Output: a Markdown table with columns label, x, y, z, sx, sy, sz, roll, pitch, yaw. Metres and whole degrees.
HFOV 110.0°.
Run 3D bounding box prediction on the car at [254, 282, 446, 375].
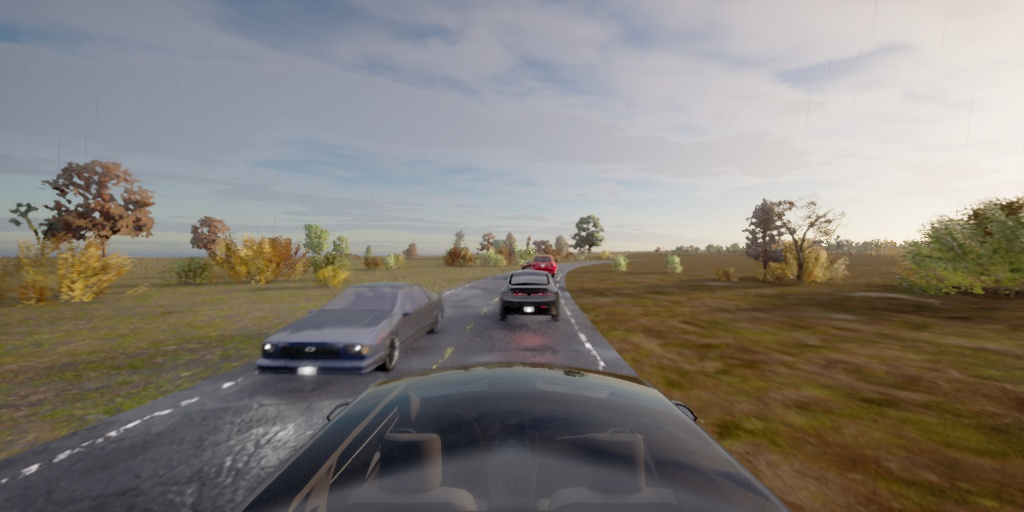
| label | x | y | z | sx | sy | sz | roll | pitch | yaw |
| --- | --- | --- | --- | --- | --- | --- | --- | --- | --- |
| car | -2.867 | 1.297 | 7.909 | 2.033 | 1.411 | 5.357 | 0 | 0 | 3 |

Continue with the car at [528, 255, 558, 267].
| label | x | y | z | sx | sy | sz | roll | pitch | yaw |
| --- | --- | --- | --- | --- | --- | --- | --- | --- | --- |
| car | 3.161 | 0.959 | 34.398 | 2.150 | 2.045 | 5.566 | 0 | 0 | 9 |

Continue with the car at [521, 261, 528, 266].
| label | x | y | z | sx | sy | sz | roll | pitch | yaw |
| --- | --- | --- | --- | --- | --- | --- | --- | --- | --- |
| car | 2.441 | 1.324 | 47.639 | 1.895 | 1.301 | 4.718 | 0 | 0 | 13 |

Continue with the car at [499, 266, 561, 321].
| label | x | y | z | sx | sy | sz | roll | pitch | yaw |
| --- | --- | --- | --- | --- | --- | --- | --- | --- | --- |
| car | 0.642 | 1.256 | 12.528 | 1.837 | 1.490 | 4.892 | 0 | 0 | 4 |
